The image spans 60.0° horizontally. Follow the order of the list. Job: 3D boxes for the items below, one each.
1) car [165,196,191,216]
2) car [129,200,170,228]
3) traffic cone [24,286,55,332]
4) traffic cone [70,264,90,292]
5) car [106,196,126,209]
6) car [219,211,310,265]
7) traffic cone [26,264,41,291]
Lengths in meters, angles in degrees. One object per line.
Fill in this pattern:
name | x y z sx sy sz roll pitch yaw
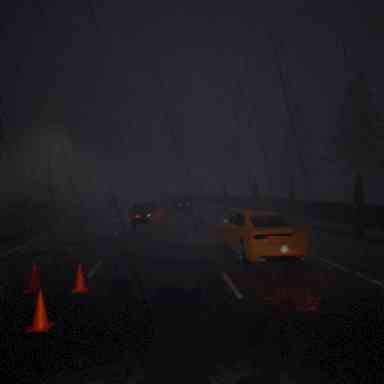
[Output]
car | -1.602 1.118 29.481 2.097 1.767 4.553 0 0 -16
car | -2.934 1.386 21.113 2.033 1.411 5.357 0 0 -12
traffic cone | -2.475 1.919 5.436 0.340 0.580 0.340 0 0 -1
traffic cone | -2.503 1.903 7.436 0.340 0.580 0.340 0 0 -1
car | -9.185 1.232 40.213 1.812 1.442 4.674 0 0 -23
car | 2.226 1.376 11.456 1.882 1.535 5.008 0 0 -6
traffic cone | -3.503 1.907 7.422 0.340 0.580 0.340 0 0 -1
